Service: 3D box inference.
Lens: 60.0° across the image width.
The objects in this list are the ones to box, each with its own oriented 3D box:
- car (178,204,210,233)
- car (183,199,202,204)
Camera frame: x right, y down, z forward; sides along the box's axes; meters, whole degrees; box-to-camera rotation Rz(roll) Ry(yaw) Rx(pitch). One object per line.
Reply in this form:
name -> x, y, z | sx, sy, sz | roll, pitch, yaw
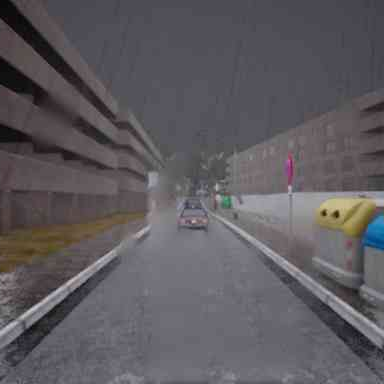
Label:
car -> 0.098, 1.667, 20.182 | 2.033, 1.411, 5.357 | 0, -1, 0
car -> 0.099, 1.920, 41.636 | 2.150, 2.045, 5.566 | 0, -2, 0
